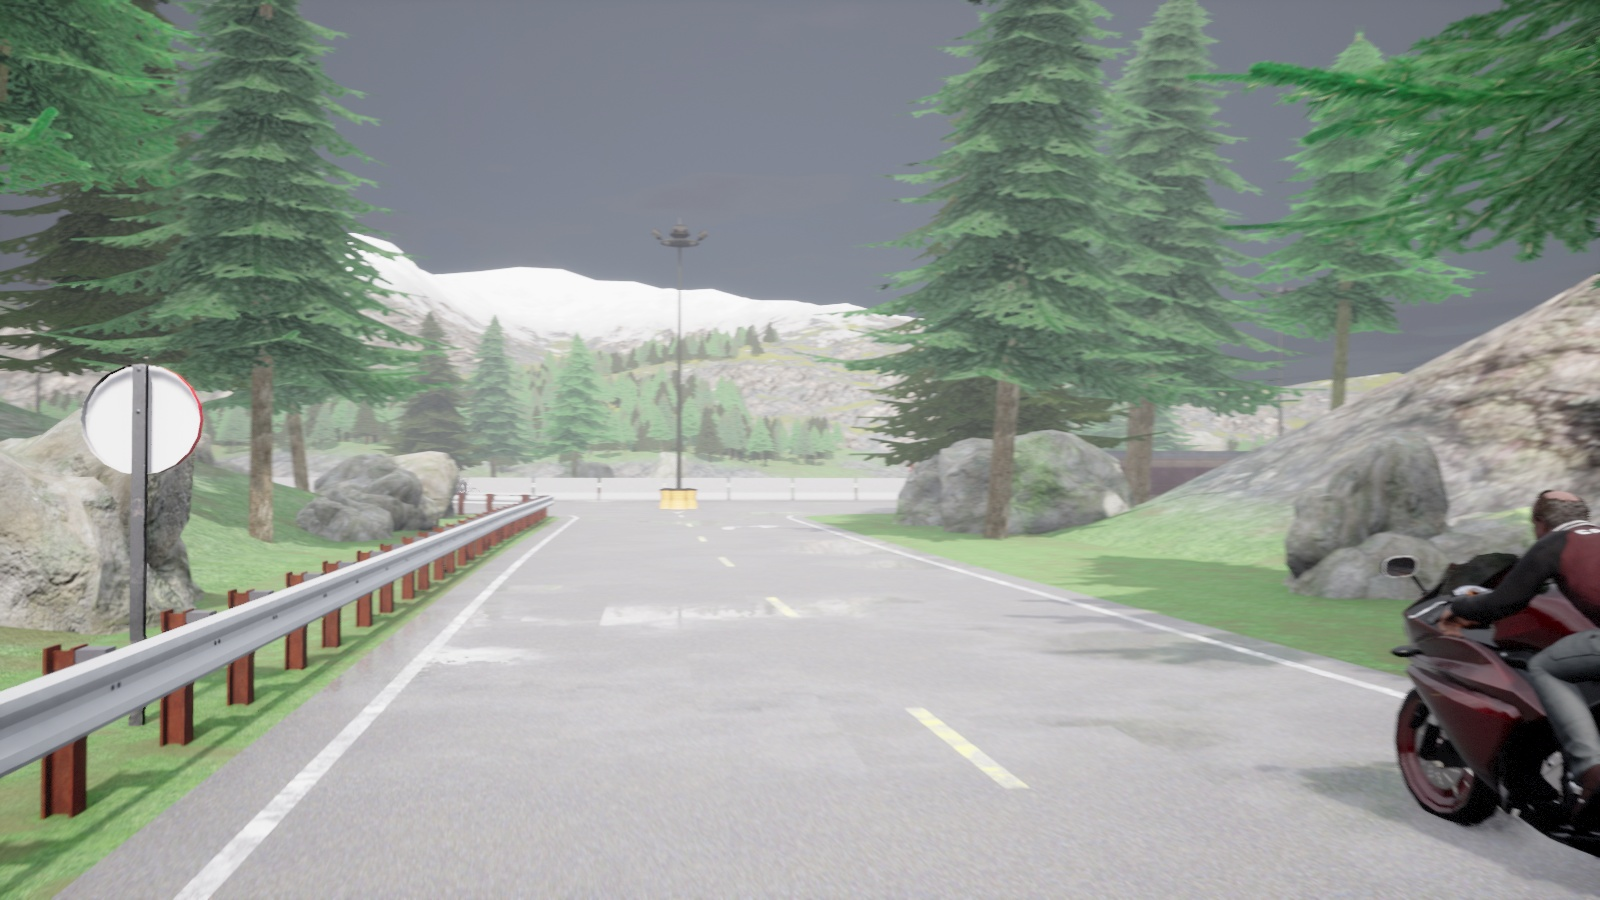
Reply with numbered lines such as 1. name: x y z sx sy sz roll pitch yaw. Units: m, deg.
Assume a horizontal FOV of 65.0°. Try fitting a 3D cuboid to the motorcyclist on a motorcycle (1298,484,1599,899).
1. motorcyclist on a motorcycle: 3.029 0.916 5.105 0.866 1.530 2.191 0 -1 -8
